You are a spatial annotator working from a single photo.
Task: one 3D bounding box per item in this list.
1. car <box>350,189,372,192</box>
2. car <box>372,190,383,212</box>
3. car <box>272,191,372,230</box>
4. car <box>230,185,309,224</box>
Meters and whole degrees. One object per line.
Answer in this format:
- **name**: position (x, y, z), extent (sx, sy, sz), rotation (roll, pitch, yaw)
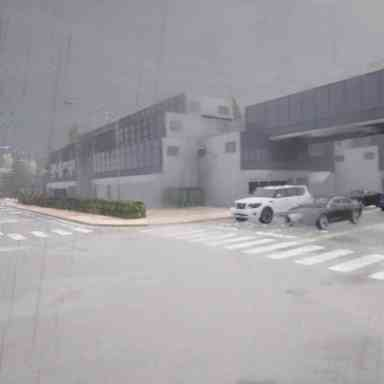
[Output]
- **car**: position (12.925, 0.551, 25.743), extent (4.902, 1.511, 2.128), rotation (-3, 2, -37)
- **car**: position (15.096, 0.277, 22.997), extent (5.566, 2.045, 2.150), rotation (-3, 2, -37)
- **car**: position (6.614, 0.930, 16.647), extent (4.902, 1.511, 2.128), rotation (-3, 2, -37)
- **car**: position (4.806, 0.648, 19.688), extent (5.566, 2.045, 2.150), rotation (-3, 2, -36)
